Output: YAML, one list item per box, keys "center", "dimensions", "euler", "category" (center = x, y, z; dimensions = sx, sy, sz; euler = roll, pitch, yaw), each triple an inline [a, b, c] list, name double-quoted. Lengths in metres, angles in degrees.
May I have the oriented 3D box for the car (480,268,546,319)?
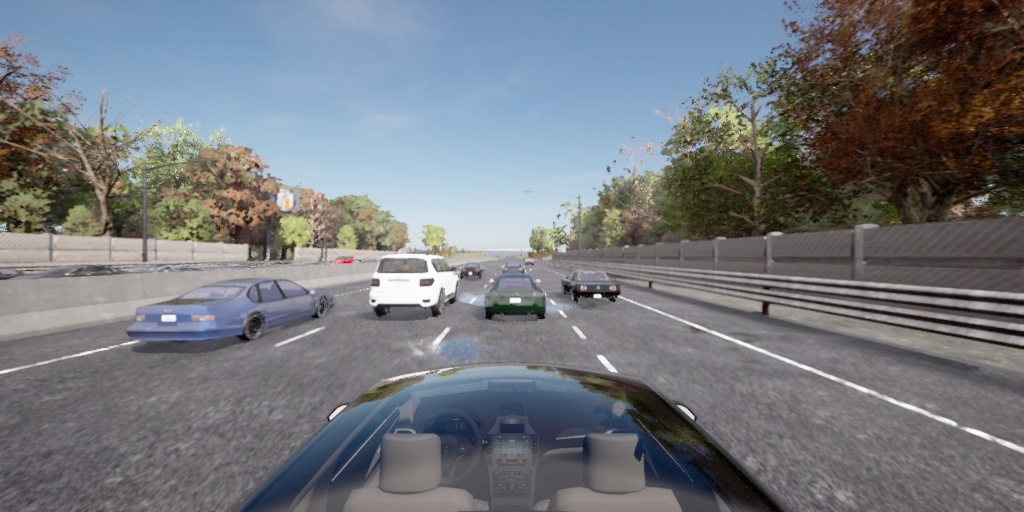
- center: [0.103, 1.312, 12.841]
  dimensions: [1.994, 1.385, 4.181]
  euler: [0, 0, 0]
  category: "car"

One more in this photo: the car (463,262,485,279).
- center: [-3.407, 1.273, 31.600]
  dimensions: [1.812, 1.442, 4.674]
  euler: [0, 0, 0]
  category: "car"

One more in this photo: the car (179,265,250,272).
- center: [-17.593, 1.311, 22.234]
  dimensions: [1.994, 1.385, 4.181]
  euler: [0, 0, 0]
  category: "car"

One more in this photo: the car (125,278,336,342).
- center: [-6.900, 1.296, 9.719]
  dimensions: [2.033, 1.411, 5.357]
  euler: [0, 0, 0]
  category: "car"

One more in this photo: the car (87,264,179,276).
- center: [-21.095, 1.239, 21.272]
  dimensions: [2.128, 1.511, 4.902]
  euler: [0, 0, 0]
  category: "car"

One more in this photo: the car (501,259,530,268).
- center: [0.108, 1.238, 30.428]
  dimensions: [2.128, 1.511, 4.902]
  euler: [0, 0, 0]
  category: "car"

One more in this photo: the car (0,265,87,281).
- center: [-24.594, 1.253, 20.171]
  dimensions: [1.837, 1.490, 4.892]
  euler: [0, 0, 0]
  category: "car"

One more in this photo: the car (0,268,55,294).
- center: [-28.096, 1.349, 18.947]
  dimensions: [1.895, 1.301, 4.718]
  euler: [0, 0, 0]
  category: "car"

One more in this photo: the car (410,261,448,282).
- center: [-6.892, 1.239, 30.428]
  dimensions: [2.128, 1.511, 4.902]
  euler: [0, 0, 0]
  category: "car"

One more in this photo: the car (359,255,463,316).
- center: [-3.399, 0.969, 13.459]
  dimensions: [2.150, 2.045, 5.566]
  euler: [0, 0, 0]
  category: "car"

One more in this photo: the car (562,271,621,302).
- center: [3.505, 1.347, 16.845]
  dimensions: [1.895, 1.301, 4.718]
  euler: [0, 0, 0]
  category: "car"
